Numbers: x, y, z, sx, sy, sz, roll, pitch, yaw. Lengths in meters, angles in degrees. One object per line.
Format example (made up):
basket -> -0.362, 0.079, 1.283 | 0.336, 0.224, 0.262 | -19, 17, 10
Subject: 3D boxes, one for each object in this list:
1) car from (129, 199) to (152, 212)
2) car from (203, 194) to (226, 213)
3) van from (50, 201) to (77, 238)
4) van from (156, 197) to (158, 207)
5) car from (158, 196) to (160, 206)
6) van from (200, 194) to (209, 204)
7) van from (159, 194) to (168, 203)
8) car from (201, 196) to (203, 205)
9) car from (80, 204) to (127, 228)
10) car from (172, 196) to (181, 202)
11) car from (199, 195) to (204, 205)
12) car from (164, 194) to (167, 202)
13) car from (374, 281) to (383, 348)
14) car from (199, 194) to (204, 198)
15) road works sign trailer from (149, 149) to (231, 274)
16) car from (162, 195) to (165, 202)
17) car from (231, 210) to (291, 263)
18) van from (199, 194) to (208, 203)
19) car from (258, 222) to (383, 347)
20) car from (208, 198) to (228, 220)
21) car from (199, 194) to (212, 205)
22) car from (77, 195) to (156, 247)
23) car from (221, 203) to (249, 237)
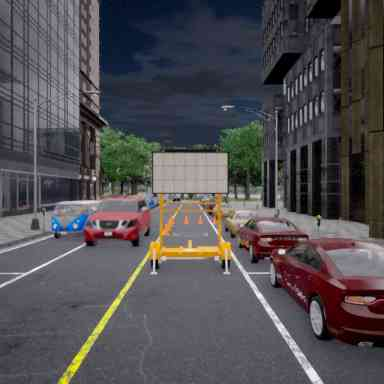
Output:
car -> -5.961, 1.570, 38.963 | 1.947, 1.339, 4.313 | 0, 0, 0
car -> 2.591, 1.318, 33.569 | 2.192, 1.841, 5.009 | 0, 0, 0
van -> -5.850, 1.341, 17.213 | 1.690, 1.788, 3.998 | 0, 0, 0
van -> -5.989, 1.347, 44.401 | 1.690, 1.788, 3.998 | 0, 0, 0
car -> -6.016, 1.534, 49.668 | 1.752, 1.417, 4.829 | 0, 0, 0
van -> 2.425, 1.359, 66.194 | 1.690, 1.788, 3.998 | 0, 0, 0
van -> -6.128, 1.363, 71.588 | 1.690, 1.788, 3.998 | 0, 0, 0
car -> 2.535, 1.532, 44.614 | 1.752, 1.417, 4.829 | 0, 0, 0
car -> -5.878, 1.552, 22.651 | 2.008, 1.369, 4.403 | 0, 0, 0
car -> -3.374, 1.624, 73.489 | 1.895, 1.301, 4.718 | 0, 0, 0
car -> 2.508, 1.553, 49.882 | 1.887, 1.381, 4.507 | 0, 0, 0
car -> -6.071, 1.540, 60.543 | 1.752, 1.417, 4.829 | 0, 0, 0
car -> 2.758, 1.551, 0.944 | 2.008, 1.369, 4.403 | 0, 0, 0
car -> 2.481, 1.451, 55.319 | 1.967, 1.590, 4.097 | 0, 0, 0
road works sign trailer -> -0.052, 0.464, 10.510 | 2.380, 3.560, 2.880 | 0, 0, 0
car -> -6.044, 1.577, 55.275 | 1.947, 1.339, 4.313 | 0, 0, 0
car -> 2.703, 1.545, 11.819 | 1.887, 1.381, 4.507 | 0, 0, 0
van -> 2.397, 1.362, 71.632 | 1.690, 1.788, 3.998 | 0, 0, 0
car -> 2.731, 1.544, 6.382 | 1.887, 1.381, 4.507 | 0, 0, 0
car -> 2.619, 1.527, 28.301 | 1.752, 1.417, 4.829 | 0, 0, 0
car -> 2.453, 1.329, 60.757 | 2.192, 1.841, 5.009 | 0, 0, 0
car -> -3.177, 1.221, 15.314 | 2.150, 2.045, 5.566 | 0, 0, 0
car -> 2.674, 1.525, 17.426 | 1.752, 1.417, 4.829 | 0, 0, 0
